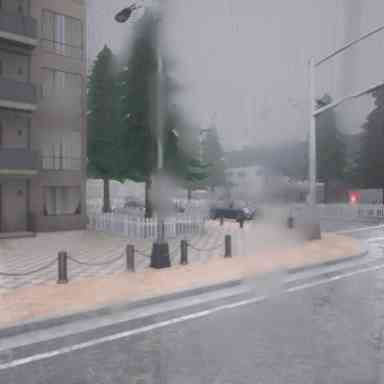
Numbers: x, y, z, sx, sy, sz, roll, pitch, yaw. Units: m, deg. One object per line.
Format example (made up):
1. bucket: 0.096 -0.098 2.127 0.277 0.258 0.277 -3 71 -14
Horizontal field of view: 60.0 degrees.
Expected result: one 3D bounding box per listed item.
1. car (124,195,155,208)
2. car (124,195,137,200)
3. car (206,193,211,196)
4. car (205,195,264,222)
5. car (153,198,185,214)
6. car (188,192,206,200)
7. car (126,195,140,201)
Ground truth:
1. car: -7.635 1.570 47.270 2.033 1.411 5.357 0 0 -37
2. car: -16.035 1.413 86.310 1.970 1.475 3.806 0 0 -37
3. car: 3.083 1.111 91.619 1.905 1.878 3.866 0 0 -37
4. car: 3.496 1.373 26.486 2.097 1.767 4.553 0 0 -37
5. car: -2.550 1.585 34.474 1.994 1.385 4.181 0 0 -37
6. car: 0.997 1.130 89.555 1.932 1.855 4.605 0 0 -37
7. car: -13.999 1.401 78.577 1.845 1.501 3.633 0 0 -37
